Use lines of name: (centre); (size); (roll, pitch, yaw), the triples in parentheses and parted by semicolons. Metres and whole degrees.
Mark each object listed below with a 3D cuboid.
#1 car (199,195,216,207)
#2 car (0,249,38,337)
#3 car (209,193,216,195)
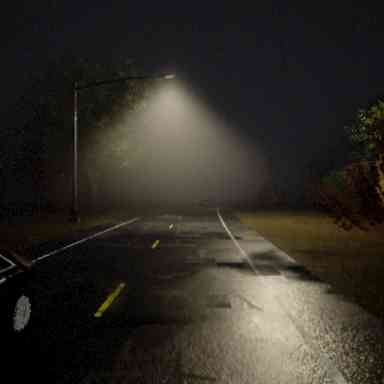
car: (2.132, 1.508, 49.363); (1.994, 1.385, 4.181); (0, 0, 5)
car: (-3.572, 1.500, 3.820); (1.837, 1.490, 4.892); (0, 1, 0)
car: (3.893, 1.470, 67.881); (1.994, 1.385, 4.181); (0, 0, 6)
